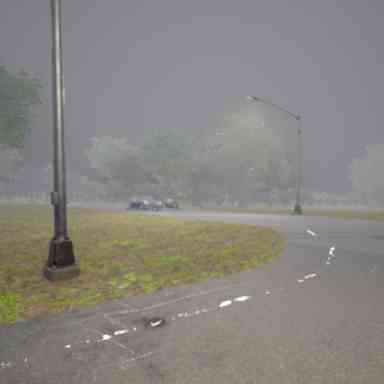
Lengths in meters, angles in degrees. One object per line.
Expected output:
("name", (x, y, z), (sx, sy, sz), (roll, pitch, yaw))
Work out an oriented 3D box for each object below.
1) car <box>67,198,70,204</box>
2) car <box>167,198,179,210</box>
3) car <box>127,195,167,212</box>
("car", (-25.049, 1.740, 64.991), (1.895, 1.301, 4.718), (2, -2, -29))
("car", (-3.518, 1.583, 44.654), (1.812, 1.442, 4.674), (3, -2, -35))
("car", (-4.914, 1.085, 34.460), (2.097, 1.767, 4.553), (3, -2, -35))
